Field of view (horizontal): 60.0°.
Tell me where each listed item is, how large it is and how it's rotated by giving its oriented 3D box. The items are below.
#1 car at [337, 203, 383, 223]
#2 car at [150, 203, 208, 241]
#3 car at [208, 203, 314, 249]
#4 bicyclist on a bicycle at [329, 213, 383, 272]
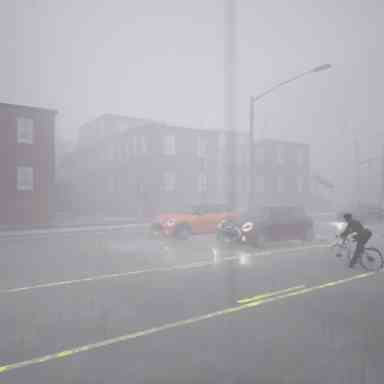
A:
[{"bbox_3d":[12.933,1.564,25.267,4.181,1.385,1.994,0,0,-34],"label":"car"},{"bbox_3d":[0.185,1.352,16.757,4.553,1.767,2.097,0,0,-34],"label":"car"},{"bbox_3d":[3.267,1.352,14.612,4.553,1.767,2.097,0,0,-34],"label":"car"},{"bbox_3d":[4.718,1.455,9.696,0.582,1.620,1.656,0,-2,-34],"label":"bicyclist on a bicycle"}]
